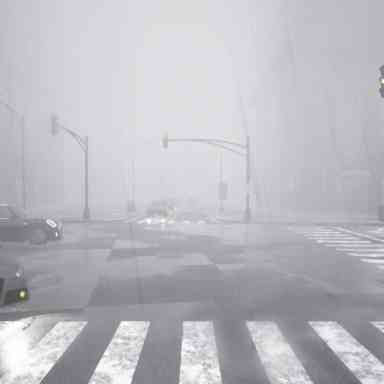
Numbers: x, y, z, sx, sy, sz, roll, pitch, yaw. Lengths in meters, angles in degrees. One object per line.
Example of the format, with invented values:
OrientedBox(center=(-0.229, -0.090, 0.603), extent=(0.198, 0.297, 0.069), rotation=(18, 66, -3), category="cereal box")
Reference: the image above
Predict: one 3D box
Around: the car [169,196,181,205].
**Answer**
OrientedBox(center=(-3.064, 1.467, 61.917), extent=(1.882, 1.535, 5.008), rotation=(0, 0, 1), category="car")

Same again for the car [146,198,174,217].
OrientedBox(center=(-3.121, 1.541, 31.269), extent=(2.033, 1.411, 5.357), rotation=(0, 0, 0), category="car")

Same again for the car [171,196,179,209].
OrientedBox(center=(-3.125, 1.539, 41.342), extent=(2.033, 1.411, 5.357), rotation=(0, 0, 0), category="car")

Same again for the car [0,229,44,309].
OrientedBox(center=(-5.095, 1.564, 6.802), extent=(4.181, 1.385, 1.994), rotation=(0, 0, 39), category="car")

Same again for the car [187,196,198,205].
OrientedBox(center=(0.082, 1.551, 59.905), extent=(1.994, 1.385, 4.181), rotation=(0, 0, 0), category="car")

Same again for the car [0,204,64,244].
OrientedBox(center=(-7.869, 1.295, 14.042), extent=(4.553, 1.767, 2.097), rotation=(0, 0, -17), category="car")

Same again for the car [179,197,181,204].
OrientedBox(center=(-3.112, 1.554, 51.425), extent=(1.994, 1.385, 4.181), rotation=(0, 0, 1), category="car")
